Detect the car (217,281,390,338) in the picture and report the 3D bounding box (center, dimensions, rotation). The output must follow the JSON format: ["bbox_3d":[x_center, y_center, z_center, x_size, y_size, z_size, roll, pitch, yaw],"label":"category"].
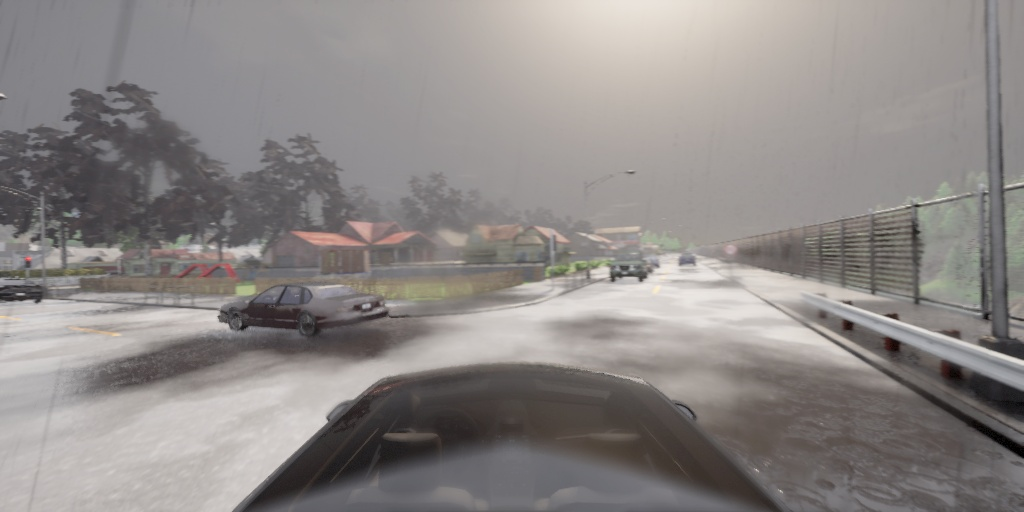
[{"bbox_3d":[-6.274,1.481,10.724,5.357,1.411,2.033,-2,0,23],"label":"car"}]

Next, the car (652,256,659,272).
[{"bbox_3d":[12.835,0.903,34.989,2.033,1.411,5.357,-2,0,26],"label":"car"}]

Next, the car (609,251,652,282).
[{"bbox_3d":[8.447,0.711,25.730,2.150,2.045,5.566,-2,0,25],"label":"car"}]

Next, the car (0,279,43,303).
[{"bbox_3d":[-30.700,2.136,21.802,5.008,1.535,1.882,-2,0,25],"label":"car"}]

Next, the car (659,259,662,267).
[{"bbox_3d":[17.129,0.750,44.023,1.812,1.442,4.674,-2,0,25],"label":"car"}]

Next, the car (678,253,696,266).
[{"bbox_3d":[23.218,0.394,47.606,2.097,1.767,4.553,-2,0,25],"label":"car"}]
